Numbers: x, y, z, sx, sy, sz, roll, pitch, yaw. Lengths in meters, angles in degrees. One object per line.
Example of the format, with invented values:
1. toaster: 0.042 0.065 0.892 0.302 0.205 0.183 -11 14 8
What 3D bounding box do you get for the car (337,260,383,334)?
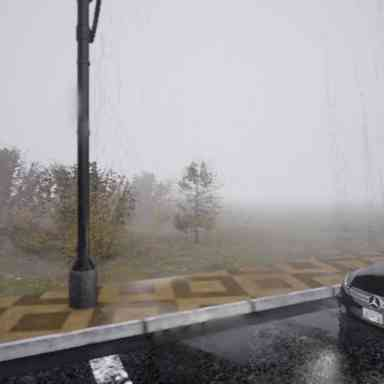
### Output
1. car: 4.604 1.431 5.521 4.674 1.442 1.812 0 1 -24
